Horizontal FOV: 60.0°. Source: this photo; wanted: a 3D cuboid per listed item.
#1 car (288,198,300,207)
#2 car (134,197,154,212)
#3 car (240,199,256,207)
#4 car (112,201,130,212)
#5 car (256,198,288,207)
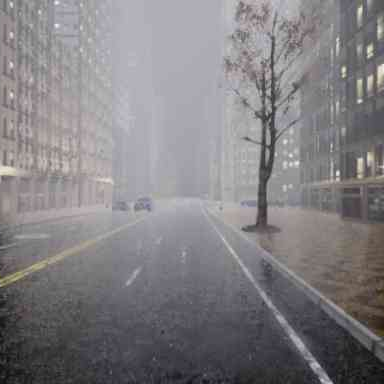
[{"bbox_3d":[21.527,2.158,66.296,5.009,1.841,2.192,0,0,3],"label":"car"},{"bbox_3d":[-6.585,1.725,46.184,2.150,2.045,5.566,0,-1,0],"label":"car"},{"bbox_3d":[12.570,2.305,69.350,5.008,1.535,1.882,0,0,3],"label":"car"},{"bbox_3d":[-9.836,2.028,46.342,1.812,1.442,4.674,0,-1,0],"label":"car"},{"bbox_3d":[15.972,2.150,66.492,5.009,1.841,2.192,0,0,3],"label":"car"}]
